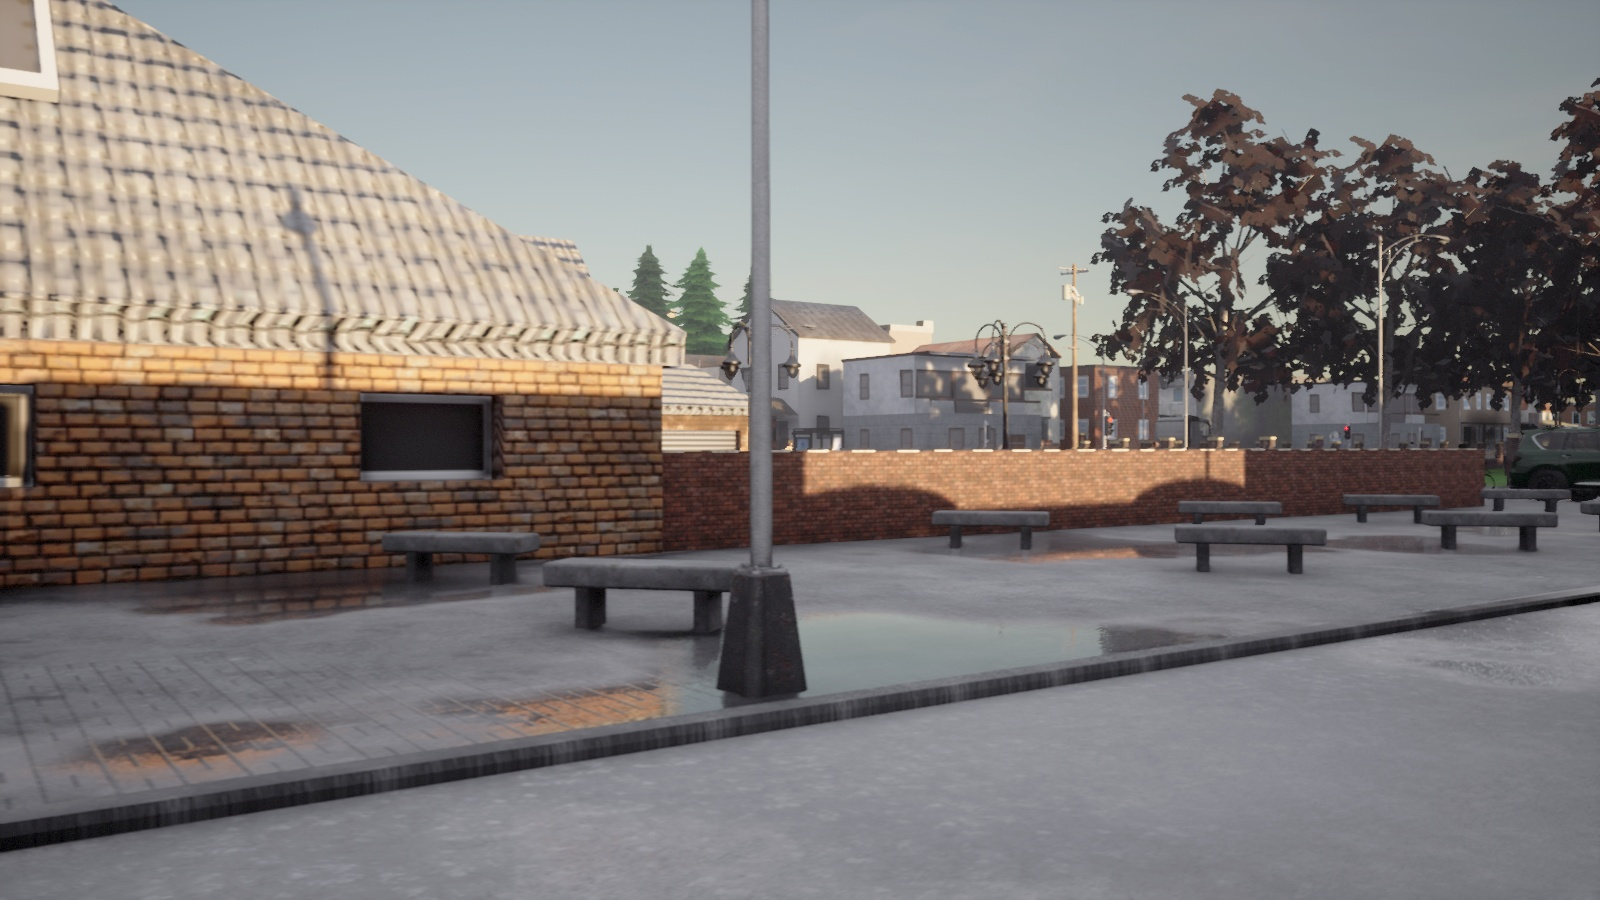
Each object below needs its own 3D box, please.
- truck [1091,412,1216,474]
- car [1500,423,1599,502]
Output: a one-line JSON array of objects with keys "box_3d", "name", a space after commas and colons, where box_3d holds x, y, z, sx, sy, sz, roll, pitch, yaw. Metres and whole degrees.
[{"box_3d": [20.929, -0.408, 74.132, 7.936, 3.462, 2.891, 0, 0, -37], "name": "truck"}, {"box_3d": [21.614, 0.310, 32.680, 2.150, 2.045, 5.566, 0, 0, -34], "name": "car"}]
